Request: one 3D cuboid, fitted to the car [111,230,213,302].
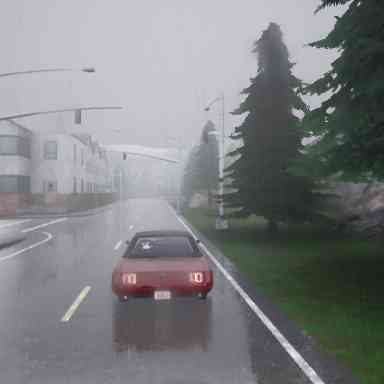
[{"bbox_3d":[-0.719,1.600,8.291,1.895,1.301,4.718,0,0,-5],"label":"car"}]
